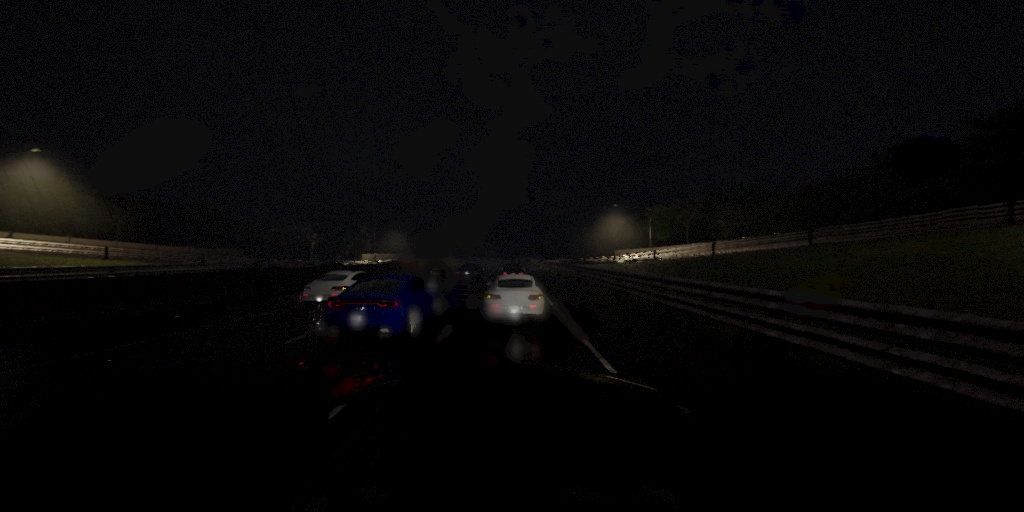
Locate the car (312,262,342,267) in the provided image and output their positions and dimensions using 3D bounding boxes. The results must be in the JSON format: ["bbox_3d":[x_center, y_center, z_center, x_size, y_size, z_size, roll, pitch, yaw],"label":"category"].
[{"bbox_3d":[-17.602,1.344,34.059,1.837,1.490,4.892,0,0,0],"label":"car"}]

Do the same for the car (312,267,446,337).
[{"bbox_3d":[-3.402,1.254,10.399,1.882,1.535,5.008,0,0,0],"label":"car"}]

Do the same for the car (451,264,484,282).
[{"bbox_3d":[-3.407,1.377,29.999,2.033,1.411,5.357,0,0,0],"label":"car"}]

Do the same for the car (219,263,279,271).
[{"bbox_3d":[-21.104,1.319,29.239,2.128,1.511,4.902,0,0,0],"label":"car"}]

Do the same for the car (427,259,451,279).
[{"bbox_3d":[-6.909,1.344,34.253,1.837,1.490,4.892,0,0,0],"label":"car"}]

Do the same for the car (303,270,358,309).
[{"bbox_3d":[-6.890,1.316,15.139,1.812,1.442,4.674,0,0,0],"label":"car"}]

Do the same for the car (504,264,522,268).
[{"bbox_3d":[0.092,1.377,29.942,2.033,1.411,5.357,0,0,0],"label":"car"}]

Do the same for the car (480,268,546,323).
[{"bbox_3d":[0.098,1.308,12.185,1.812,1.442,4.674,0,0,0],"label":"car"}]

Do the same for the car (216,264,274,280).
[{"bbox_3d":[-24.603,1.438,33.270,1.895,1.301,4.718,0,0,0],"label":"car"}]
